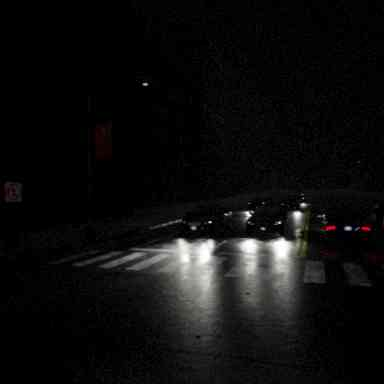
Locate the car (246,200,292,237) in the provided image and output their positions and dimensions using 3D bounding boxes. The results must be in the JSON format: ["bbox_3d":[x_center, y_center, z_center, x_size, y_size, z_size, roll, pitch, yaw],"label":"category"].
[{"bbox_3d":[4.114,1.414,17.764,1.812,1.442,4.674,-1,0,20],"label":"car"}]

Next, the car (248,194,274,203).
[{"bbox_3d":[7.390,1.218,36.322,1.895,1.301,4.718,-1,1,20],"label":"car"}]

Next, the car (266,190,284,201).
[{"bbox_3d":[12.720,0.481,50.783,2.033,1.411,5.357,-1,1,20],"label":"car"}]

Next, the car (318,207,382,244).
[{"bbox_3d":[6.756,1.397,14.929,2.033,1.411,5.357,-1,0,20],"label":"car"}]

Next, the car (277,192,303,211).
[{"bbox_3d":[9.975,1.086,33.924,1.837,1.490,4.892,-1,1,20],"label":"car"}]

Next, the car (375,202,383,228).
[{"bbox_3d":[11.620,1.182,18.823,1.882,1.535,5.008,-1,1,20],"label":"car"}]

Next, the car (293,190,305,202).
[{"bbox_3d":[15.784,0.426,49.700,2.097,1.767,4.553,-1,1,20],"label":"car"}]

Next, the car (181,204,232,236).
[{"bbox_3d":[0.909,1.447,18.457,2.128,1.511,4.902,-1,1,20],"label":"car"}]
